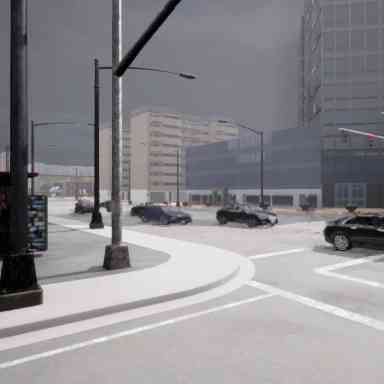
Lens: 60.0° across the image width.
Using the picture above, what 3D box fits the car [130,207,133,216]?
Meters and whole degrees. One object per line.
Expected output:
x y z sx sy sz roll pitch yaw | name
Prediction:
-4.801 1.858 34.651 1.994 1.385 4.181 0 -1 -36 | car

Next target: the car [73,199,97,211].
-16.330 1.944 50.695 2.097 1.767 4.553 0 -1 -36 | car

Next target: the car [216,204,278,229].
3.676 1.604 22.970 2.128 1.511 4.902 0 -1 -36 | car

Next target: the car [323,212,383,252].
7.244 1.535 12.102 1.837 1.490 4.892 0 -1 -36 | car

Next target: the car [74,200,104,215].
-12.465 1.980 39.273 1.994 1.385 4.181 0 -1 -36 | car

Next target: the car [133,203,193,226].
-2.138 1.714 25.023 2.033 1.411 5.357 0 -1 -36 | car

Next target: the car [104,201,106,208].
-15.863 2.281 62.138 1.994 1.385 4.181 0 -1 -36 | car
